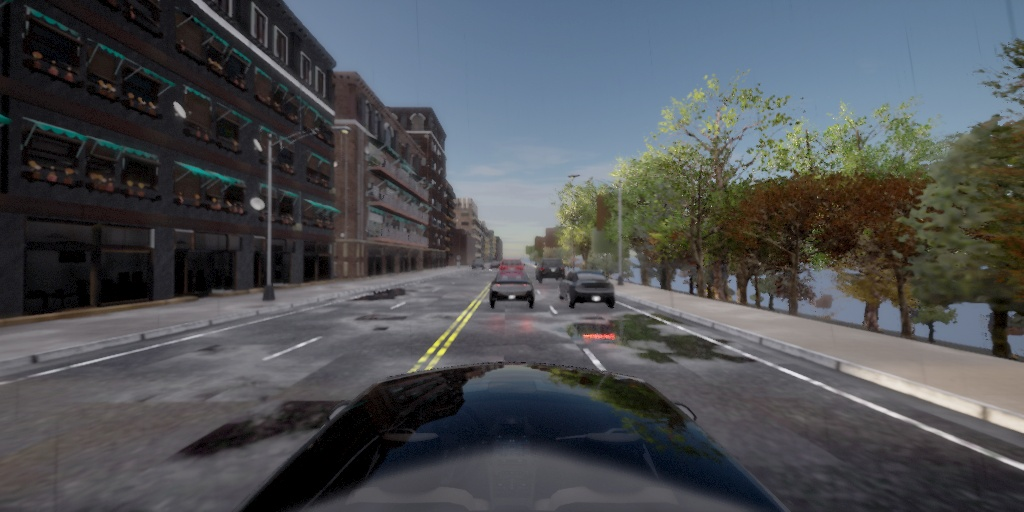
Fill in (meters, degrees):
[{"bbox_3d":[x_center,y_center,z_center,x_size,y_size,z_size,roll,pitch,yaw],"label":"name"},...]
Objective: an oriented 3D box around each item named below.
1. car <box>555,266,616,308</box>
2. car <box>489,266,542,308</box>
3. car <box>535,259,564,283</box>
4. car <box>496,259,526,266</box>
[{"bbox_3d":[3.249,1.392,16.157,1.837,1.490,4.892,0,0,0],"label":"car"},{"bbox_3d":[-0.001,1.377,16.140,2.128,1.511,4.902,0,0,0],"label":"car"},{"bbox_3d":[3.240,1.239,30.866,2.150,2.045,5.566,0,0,0],"label":"car"},{"bbox_3d":[-0.009,1.239,30.876,2.150,2.045,5.566,0,0,0],"label":"car"}]
